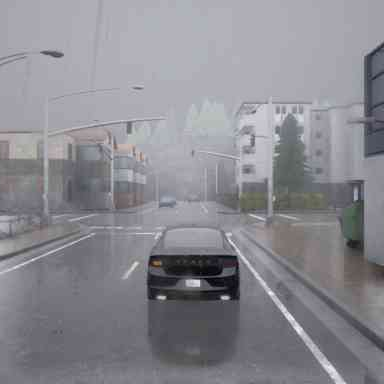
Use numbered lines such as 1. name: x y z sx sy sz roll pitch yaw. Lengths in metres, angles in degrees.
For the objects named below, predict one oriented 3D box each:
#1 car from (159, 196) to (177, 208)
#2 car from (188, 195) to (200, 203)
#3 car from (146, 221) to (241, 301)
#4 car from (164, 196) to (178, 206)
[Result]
1. car: -3.612 1.477 47.380 1.882 1.535 5.008 0 0 0
2. car: 0.466 1.353 69.686 2.097 1.767 4.553 0 0 7
3. car: 0.047 1.478 8.413 1.882 1.535 5.008 0 0 1
4. car: -3.595 1.491 57.731 2.128 1.511 4.902 0 0 0
